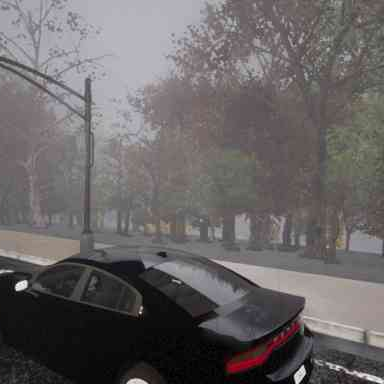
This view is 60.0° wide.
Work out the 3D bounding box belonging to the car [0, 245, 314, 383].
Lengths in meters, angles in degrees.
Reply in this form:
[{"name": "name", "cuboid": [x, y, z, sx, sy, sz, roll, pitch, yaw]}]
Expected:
[{"name": "car", "cuboid": [-1.021, 1.477, 4.467, 5.008, 1.535, 1.882, 0, 0, 36]}]
